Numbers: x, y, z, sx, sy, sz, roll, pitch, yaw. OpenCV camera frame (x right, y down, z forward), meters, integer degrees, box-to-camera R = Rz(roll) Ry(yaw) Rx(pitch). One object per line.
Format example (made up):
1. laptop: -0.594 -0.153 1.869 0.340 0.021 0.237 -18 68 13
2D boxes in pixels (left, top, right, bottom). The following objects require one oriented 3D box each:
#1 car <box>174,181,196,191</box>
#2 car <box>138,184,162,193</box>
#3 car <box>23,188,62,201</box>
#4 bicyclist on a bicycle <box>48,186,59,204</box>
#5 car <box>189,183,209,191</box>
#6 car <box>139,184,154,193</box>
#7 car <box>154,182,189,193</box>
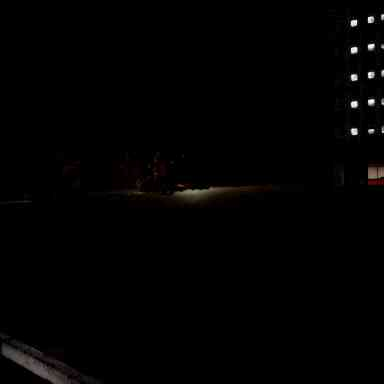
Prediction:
1. car: -1.339 -1.200 63.743 2.097 1.767 4.553 0 2 29
2. car: -7.493 -0.719 59.494 1.812 1.442 4.674 0 2 30
3. car: -18.507 0.235 41.369 1.812 1.442 4.674 0 3 32
4. bicyclist on a bicycle: -12.661 0.252 30.264 1.656 1.620 0.582 -1 2 33
5. car: 1.537 -0.964 62.228 1.895 1.301 4.718 0 2 29
6. car: -6.020 -0.584 55.419 2.033 1.411 5.357 0 2 30
7. car: -3.241 -0.591 53.731 2.033 1.411 5.357 0 2 30
